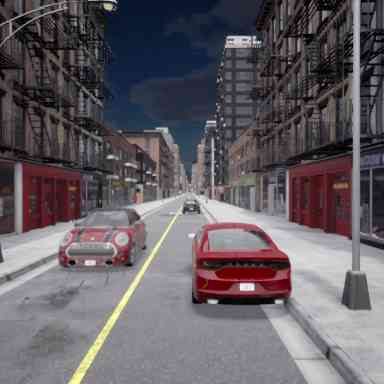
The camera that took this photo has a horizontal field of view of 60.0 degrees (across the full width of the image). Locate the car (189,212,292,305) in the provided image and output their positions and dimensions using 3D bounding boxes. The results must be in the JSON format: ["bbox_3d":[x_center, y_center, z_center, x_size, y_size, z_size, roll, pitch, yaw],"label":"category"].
[{"bbox_3d":[0.936,1.478,8.179,1.882,1.535,5.008,0,0,0],"label":"car"}]

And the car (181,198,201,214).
[{"bbox_3d":[-0.047,1.543,35.645,1.812,1.442,4.674,0,0,0],"label":"car"}]

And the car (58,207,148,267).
[{"bbox_3d":[-2.787,1.351,11.347,2.097,1.767,4.553,0,0,0],"label":"car"}]

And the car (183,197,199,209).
[{"bbox_3d":[-0.137,1.522,45.815,2.128,1.511,4.902,0,0,0],"label":"car"}]
